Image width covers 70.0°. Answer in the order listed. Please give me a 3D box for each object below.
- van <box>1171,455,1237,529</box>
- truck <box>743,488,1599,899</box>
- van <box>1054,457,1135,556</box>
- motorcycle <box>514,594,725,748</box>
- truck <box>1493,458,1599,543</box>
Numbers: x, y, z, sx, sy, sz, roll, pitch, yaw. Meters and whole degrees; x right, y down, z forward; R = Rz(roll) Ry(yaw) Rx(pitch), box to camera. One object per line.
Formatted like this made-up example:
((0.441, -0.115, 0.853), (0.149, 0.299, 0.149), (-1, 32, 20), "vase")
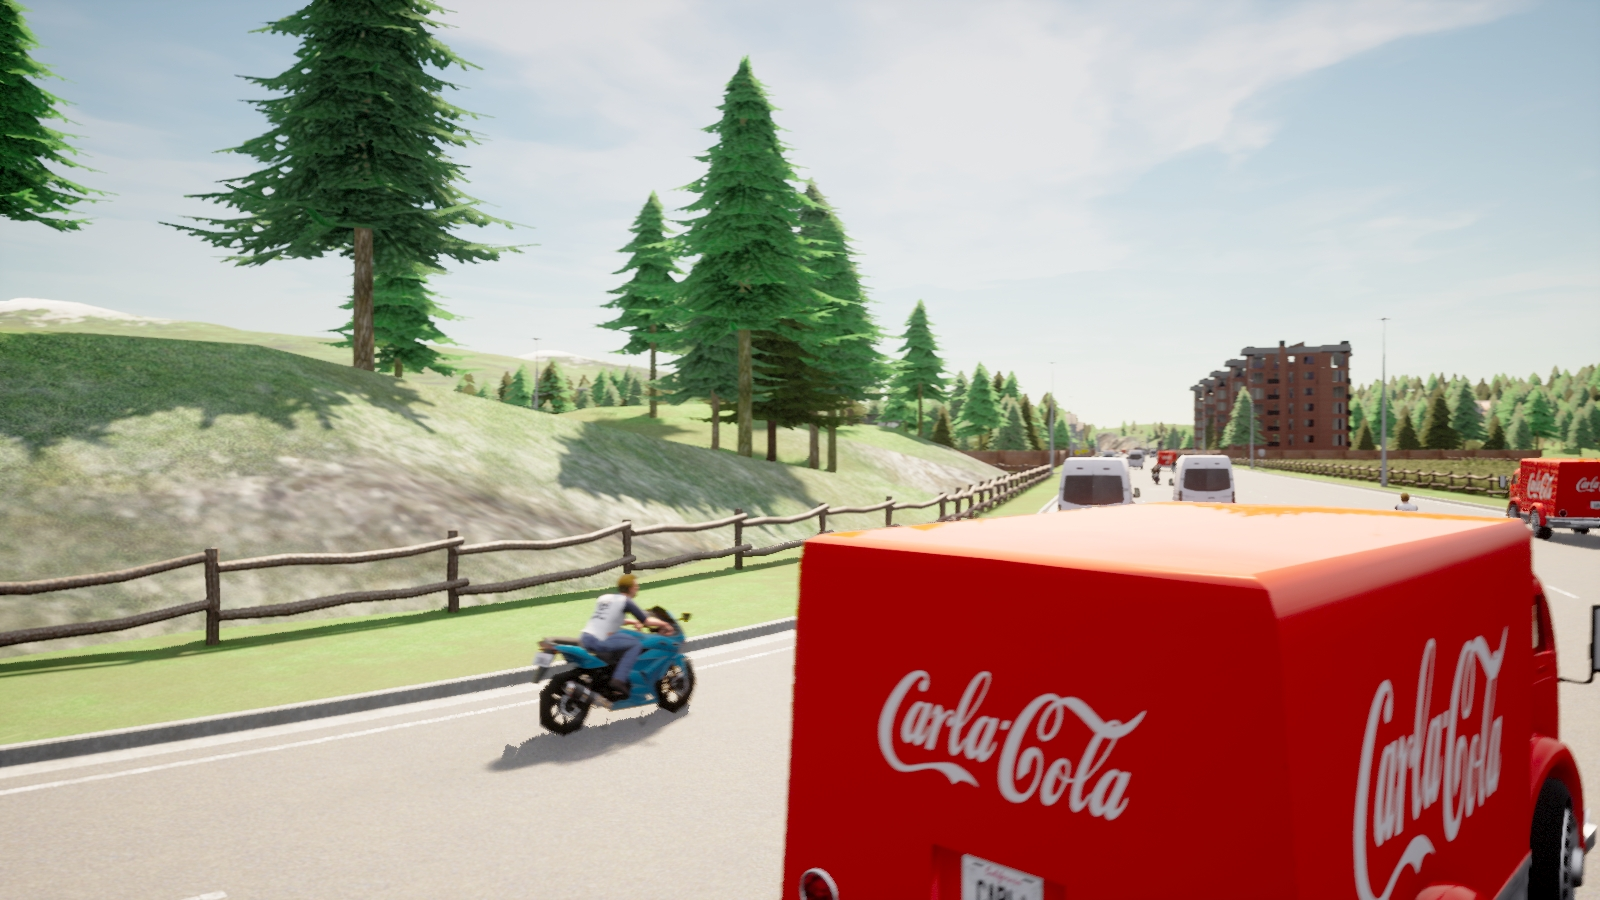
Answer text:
((15.240, 1.486, 43.360), (1.988, 2.561, 5.915), (0, 0, 16), "van")
((2.504, 1.560, 6.111), (2.627, 2.467, 5.204), (1, 1, 44), "truck")
((8.671, 1.502, 33.268), (1.988, 2.561, 5.915), (0, 0, 17), "van")
((-1.798, 2.181, 11.633), (0.803, 1.199, 2.033), (-3, -2, 43), "motorcycle")
((24.226, 1.508, 36.146), (2.627, 2.467, 5.204), (0, 0, 15), "truck")
